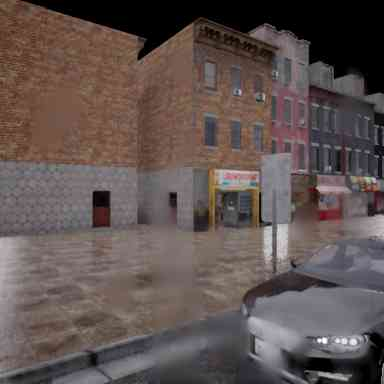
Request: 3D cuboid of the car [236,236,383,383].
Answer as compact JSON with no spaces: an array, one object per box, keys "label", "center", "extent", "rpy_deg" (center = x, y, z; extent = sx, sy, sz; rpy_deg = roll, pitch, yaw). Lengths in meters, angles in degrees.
[{"label":"car","center":[2.822,1.492,5.094],"extent":[4.902,1.511,2.128],"rpy_deg":[0,0,-36]}]
